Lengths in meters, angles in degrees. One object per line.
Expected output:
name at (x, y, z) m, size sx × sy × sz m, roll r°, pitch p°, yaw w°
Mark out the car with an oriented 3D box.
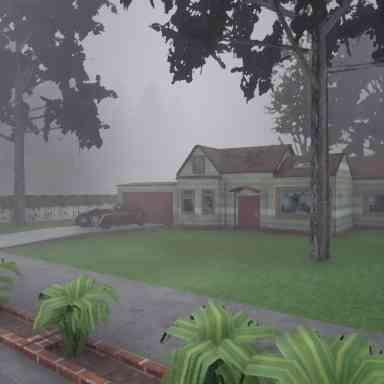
car at (-4.458, 1.300, 18.838) m, size 1.994 × 1.381 × 4.181 m, roll 0°, pitch 0°, yaw 36°
